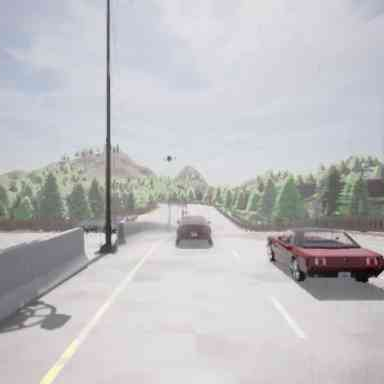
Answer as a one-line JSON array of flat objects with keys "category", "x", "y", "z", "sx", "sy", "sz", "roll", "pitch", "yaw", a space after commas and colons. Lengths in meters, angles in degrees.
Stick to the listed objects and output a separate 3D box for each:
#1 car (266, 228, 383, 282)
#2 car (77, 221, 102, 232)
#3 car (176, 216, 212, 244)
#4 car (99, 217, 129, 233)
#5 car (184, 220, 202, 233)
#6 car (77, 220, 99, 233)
[{"category": "car", "x": 3.601, "y": 1.734, "z": 10.059, "sx": 1.895, "sy": 1.301, "sz": 4.718, "roll": 0, "pitch": -2, "yaw": 0}, {"category": "car", "x": -14.064, "y": 4.756, "z": 45.956, "sx": 1.837, "sy": 1.490, "sz": 4.892, "roll": 0, "pitch": -6, "yaw": 0}, {"category": "car", "x": 0.104, "y": 2.023, "z": 18.292, "sx": 1.812, "sy": 1.442, "sz": 4.674, "roll": 0, "pitch": -3, "yaw": 0}, {"category": "car", "x": -7.085, "y": 3.208, "z": 32.340, "sx": 2.128, "sy": 1.511, "sz": 4.902, "roll": 0, "pitch": -6, "yaw": 0}, {"category": "car", "x": 0.103, "y": 3.986, "z": 38.281, "sx": 1.895, "sy": 1.301, "sz": 4.718, "roll": 0, "pitch": -6, "yaw": 0}, {"category": "car", "x": -10.581, "y": 3.579, "z": 34.996, "sx": 1.994, "sy": 1.385, "sz": 4.181, "roll": 0, "pitch": -6, "yaw": 0}]
